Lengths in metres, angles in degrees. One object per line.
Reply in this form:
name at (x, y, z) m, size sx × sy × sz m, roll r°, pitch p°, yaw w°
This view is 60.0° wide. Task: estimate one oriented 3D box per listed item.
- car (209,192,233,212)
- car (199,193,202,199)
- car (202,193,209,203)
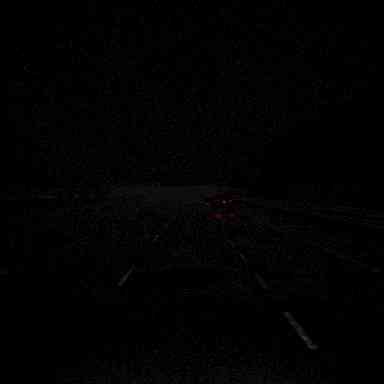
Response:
car at (3.508, 1.171, 38.830) m, size 2.150 × 2.045 × 5.566 m, roll 0°, pitch 0°, yaw 0°
car at (3.516, 1.455, 84.344) m, size 1.895 × 1.301 × 4.718 m, roll 0°, pitch 0°, yaw 0°
car at (3.513, 1.404, 67.747) m, size 1.812 × 1.442 × 4.674 m, roll 0°, pitch 0°, yaw 0°
